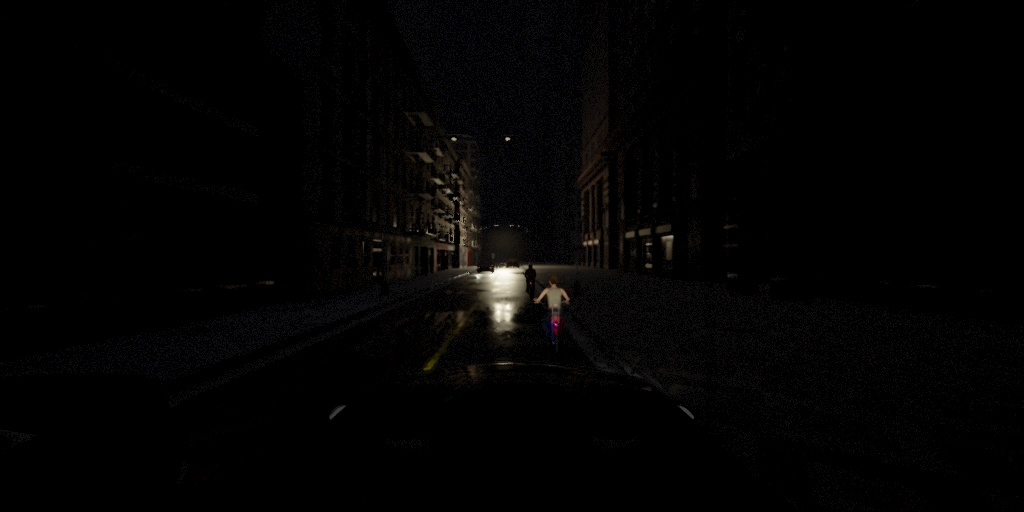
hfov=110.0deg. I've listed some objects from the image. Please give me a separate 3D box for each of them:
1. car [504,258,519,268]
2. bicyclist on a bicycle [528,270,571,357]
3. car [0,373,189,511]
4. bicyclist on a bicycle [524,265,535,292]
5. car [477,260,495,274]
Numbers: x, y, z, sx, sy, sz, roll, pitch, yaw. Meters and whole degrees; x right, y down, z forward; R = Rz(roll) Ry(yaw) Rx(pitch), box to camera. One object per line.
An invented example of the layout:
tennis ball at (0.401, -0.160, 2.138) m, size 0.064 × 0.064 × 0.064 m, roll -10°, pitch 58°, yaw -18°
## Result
car at (0.135, 1.210, 63.226) m, size 2.097 × 1.767 × 4.553 m, roll 0°, pitch 0°, yaw 0°
bicyclist on a bicycle at (0.861, 1.191, 7.565) m, size 0.866 × 1.612 × 1.509 m, roll 0°, pitch 0°, yaw 0°
car at (-3.103, 1.240, 0.316) m, size 2.128 × 1.511 × 4.902 m, roll 0°, pitch 0°, yaw 0°
bicyclist on a bicycle at (0.834, 1.214, 16.064) m, size 0.582 × 1.620 × 1.656 m, roll 0°, pitch 0°, yaw 0°
car at (-3.072, 1.278, 42.571) m, size 1.882 × 1.535 × 5.008 m, roll 0°, pitch 0°, yaw 0°
